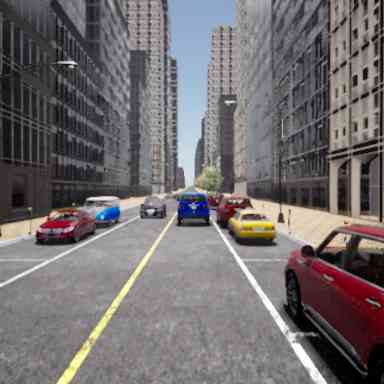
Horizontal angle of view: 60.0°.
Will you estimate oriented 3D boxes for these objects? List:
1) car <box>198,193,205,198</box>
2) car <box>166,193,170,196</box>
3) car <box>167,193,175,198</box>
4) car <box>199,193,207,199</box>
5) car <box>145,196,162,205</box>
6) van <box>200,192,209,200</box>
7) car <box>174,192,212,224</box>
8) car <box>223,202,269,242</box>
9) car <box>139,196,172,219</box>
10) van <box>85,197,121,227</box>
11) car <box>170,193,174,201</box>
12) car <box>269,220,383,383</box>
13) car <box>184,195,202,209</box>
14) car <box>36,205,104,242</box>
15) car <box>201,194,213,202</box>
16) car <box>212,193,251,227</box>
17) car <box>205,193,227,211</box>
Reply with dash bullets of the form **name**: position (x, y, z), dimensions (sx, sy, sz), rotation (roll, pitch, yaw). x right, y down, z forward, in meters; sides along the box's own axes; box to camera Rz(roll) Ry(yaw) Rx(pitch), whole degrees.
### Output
- **car**: position (2.698, 0.854, 95.316), dimensions (1.947, 1.339, 4.313), rotation (0, 1, 0)
- **car**: position (-5.683, 0.942, 83.923), dimensions (2.008, 1.369, 4.403), rotation (0, 0, 0)
- **car**: position (-5.682, 0.907, 89.619), dimensions (1.947, 1.339, 4.313), rotation (0, 1, 0)
- **car**: position (2.697, 0.972, 83.923), dimensions (1.802, 1.307, 4.206), rotation (0, 1, 0)
- **car**: position (-5.687, 1.238, 49.740), dimensions (1.947, 1.339, 4.313), rotation (0, 0, 0)
- **van**: position (2.697, 0.830, 72.524), dimensions (1.690, 1.788, 3.998), rotation (0, 0, 0)
- **car**: position (0.102, 1.073, 23.514), dimensions (2.150, 2.045, 5.566), rotation (0, 0, 0)
- **car**: position (2.690, 1.427, 15.722), dimensions (1.752, 1.417, 4.829), rotation (0, 0, 0)
- **car**: position (-3.098, 1.320, 27.300), dimensions (2.128, 1.511, 4.902), rotation (0, 0, 0)
- **van**: position (-5.690, 1.209, 21.252), dimensions (1.690, 1.788, 3.998), rotation (0, 0, 0)
- **car**: position (-2.997, 1.003, 68.868), dimensions (1.837, 1.490, 4.892), rotation (0, 1, 0)
- **car**: position (2.689, 1.288, 4.158), dimensions (2.192, 1.841, 5.009), rotation (0, 0, 0)
- **car**: position (0.103, 1.220, 41.962), dimensions (2.128, 1.511, 4.902), rotation (0, 0, 0)
- **car**: position (-5.690, 1.485, 15.555), dimensions (1.802, 1.307, 4.206), rotation (0, 0, 0)
- **car**: position (2.695, 1.128, 61.133), dimensions (1.887, 1.381, 4.507), rotation (0, 0, 0)
- **car**: position (2.691, 1.182, 21.250), dimensions (2.192, 1.841, 5.009), rotation (0, 0, 0)
- **car**: position (2.693, 1.069, 38.340), dimensions (2.192, 1.841, 5.009), rotation (0, 0, 0)
